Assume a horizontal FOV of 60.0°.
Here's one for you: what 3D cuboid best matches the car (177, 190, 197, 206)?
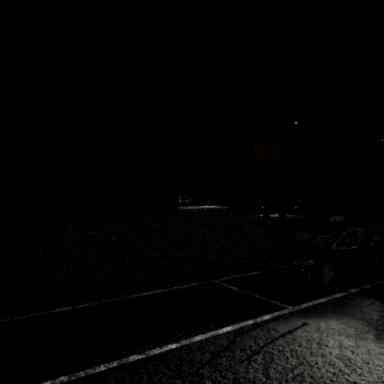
[{"bbox_3d":[-2.205,0.781,44.806,2.150,2.045,5.566,1,0,-35],"label":"car"}]

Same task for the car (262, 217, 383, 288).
[{"bbox_3d":[3.865,1.624,9.404,4.403,1.369,2.008,1,0,-35],"label":"car"}]

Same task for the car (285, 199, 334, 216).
[{"bbox_3d":[11.018,1.399,31.728,2.128,1.511,4.902,1,1,-35],"label":"car"}]

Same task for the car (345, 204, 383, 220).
[{"bbox_3d":[13.008,1.581,23.289,1.994,1.385,4.181,1,1,-35],"label":"car"}]

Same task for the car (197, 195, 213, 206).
[{"bbox_3d":[1.032,1.172,45.844,1.994,1.385,4.181,1,1,-35],"label":"car"}]

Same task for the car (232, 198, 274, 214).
[{"bbox_3d":[5.993,1.328,33.198,1.812,1.442,4.674,1,1,-36],"label":"car"}]
